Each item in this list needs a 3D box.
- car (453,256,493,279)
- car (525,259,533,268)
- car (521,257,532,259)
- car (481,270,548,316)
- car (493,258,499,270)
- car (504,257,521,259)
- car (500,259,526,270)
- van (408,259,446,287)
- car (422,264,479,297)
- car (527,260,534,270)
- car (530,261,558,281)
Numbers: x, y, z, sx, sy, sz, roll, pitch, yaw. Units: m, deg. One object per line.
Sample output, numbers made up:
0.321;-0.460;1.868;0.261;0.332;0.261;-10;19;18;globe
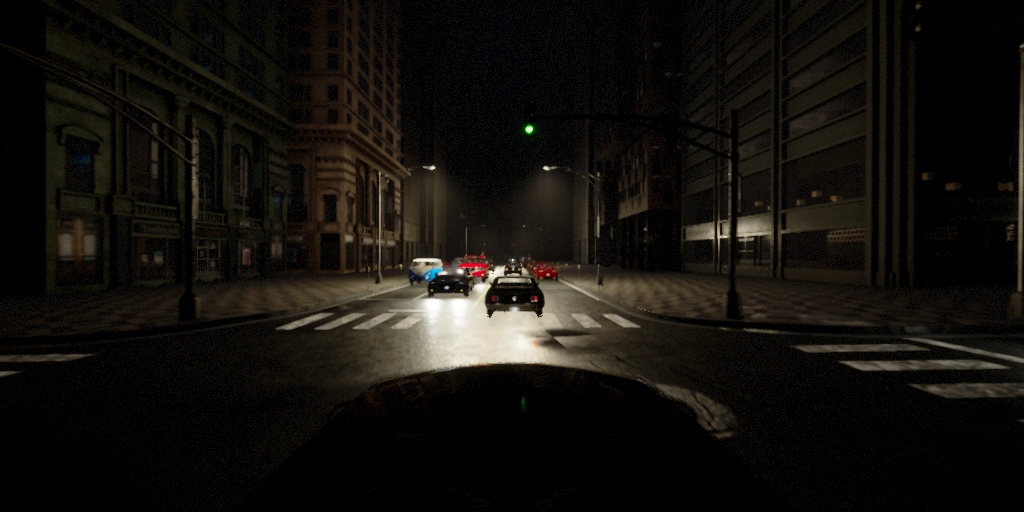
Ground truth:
-3.084;0.977;29.524;2.150;2.045;5.566;0;0;1;car
2.774;1.334;40.908;1.888;1.381;4.507;0;0;0;car
2.770;1.352;57.485;1.888;1.381;4.507;0;0;0;car
0.087;1.355;13.248;1.895;1.301;4.718;0;0;0;car
-3.062;1.320;44.823;2.033;1.411;5.357;0;0;0;car
0.085;1.293;61.732;2.128;1.511;4.902;0;0;0;car
0.101;1.323;36.960;2.033;1.411;5.357;0;0;0;car
-5.778;1.083;24.350;1.690;1.789;3.998;0;0;0;van
-3.089;1.312;18.960;1.994;1.385;4.181;0;0;0;car
2.776;1.328;35.383;1.888;1.381;4.507;0;0;0;car
2.777;1.323;29.858;1.888;1.381;4.507;0;0;0;car
